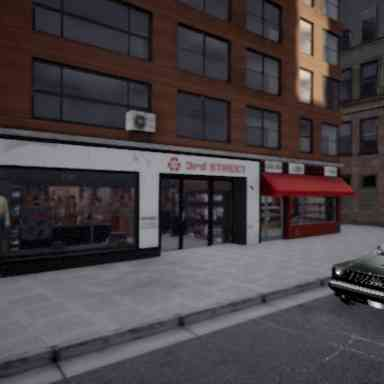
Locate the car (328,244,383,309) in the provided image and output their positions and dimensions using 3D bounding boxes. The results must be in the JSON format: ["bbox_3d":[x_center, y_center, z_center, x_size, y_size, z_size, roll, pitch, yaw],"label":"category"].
[{"bbox_3d":[4.896,1.578,6.869,4.718,1.301,1.895,0,0,-35],"label":"car"}]
